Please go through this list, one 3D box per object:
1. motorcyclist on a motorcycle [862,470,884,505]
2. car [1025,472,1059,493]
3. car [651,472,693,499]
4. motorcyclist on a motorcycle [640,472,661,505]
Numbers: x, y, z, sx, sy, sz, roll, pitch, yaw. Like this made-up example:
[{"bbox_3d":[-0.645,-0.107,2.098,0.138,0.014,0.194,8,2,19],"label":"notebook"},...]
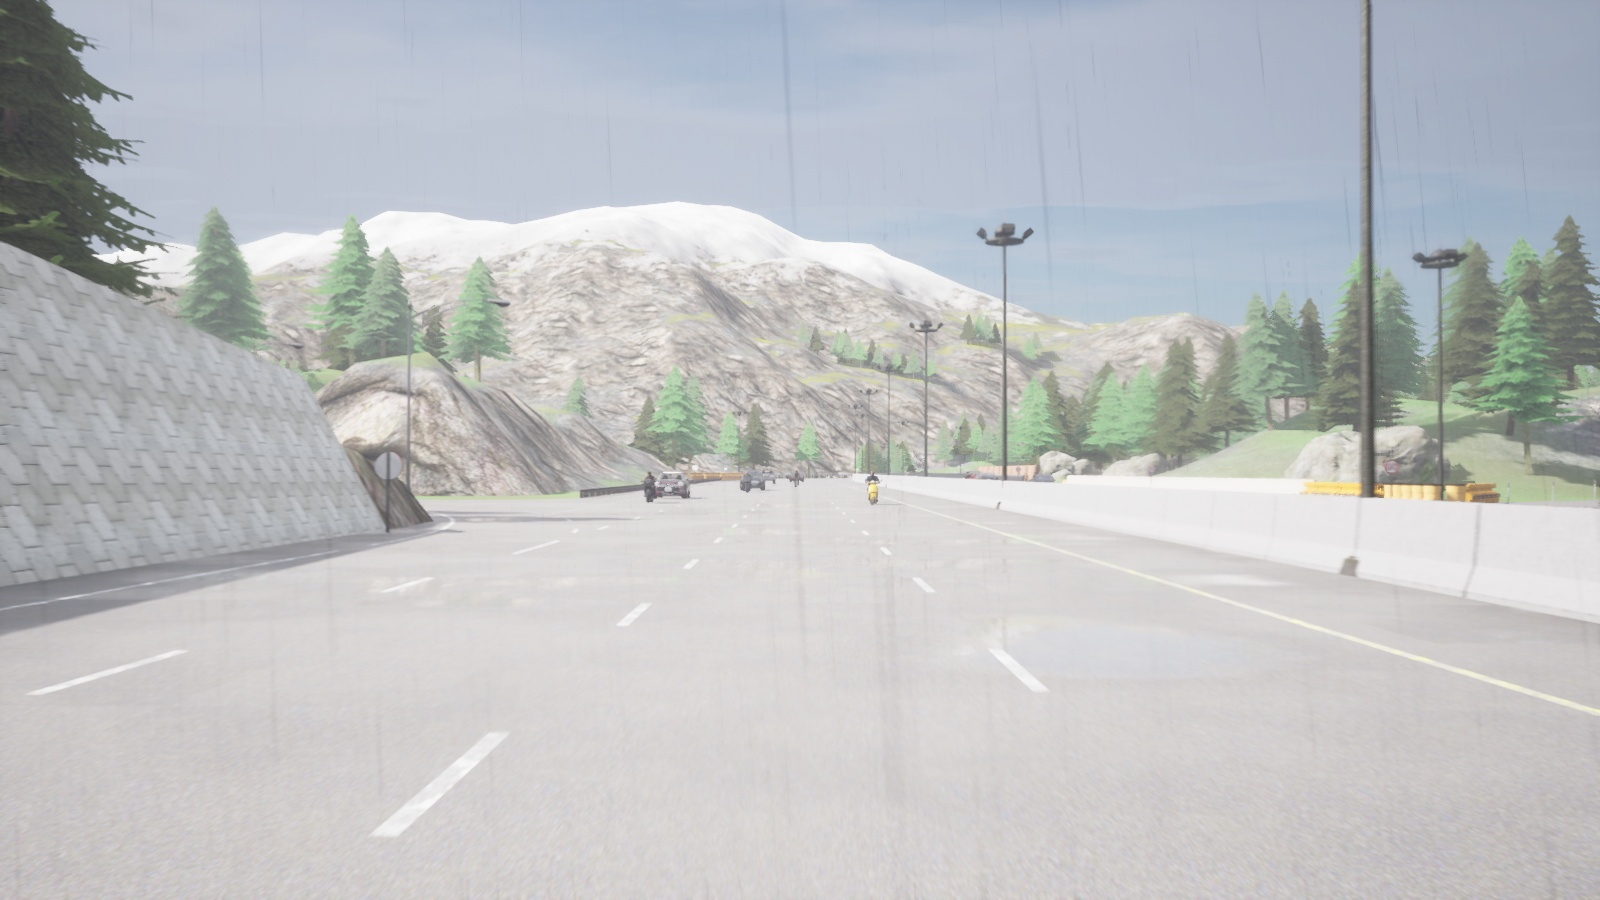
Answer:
[{"bbox_3d":[3.359,1.721,57.951,0.866,1.590,1.817,0,-1,0],"label":"motorcyclist on a motorcycle"},{"bbox_3d":[17.301,2.292,89.898,2.033,1.411,5.357,0,-1,7],"label":"car"},{"bbox_3d":[-7.169,1.984,70.464,1.970,1.475,3.806,0,-1,0],"label":"car"},{"bbox_3d":[-7.146,1.828,60.093,0.797,1.523,2.044,0,-1,0],"label":"motorcyclist on a motorcycle"}]
